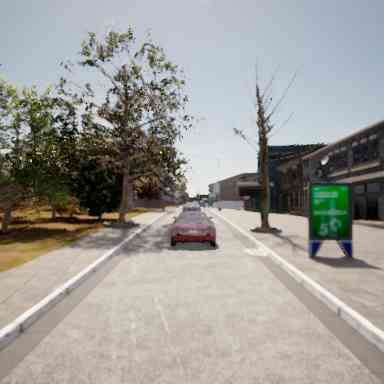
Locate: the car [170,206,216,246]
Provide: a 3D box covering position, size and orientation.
[{"bbox_3d":[0.043,1.575,15.464,1.994,1.385,4.181,0,0,0],"label":"car"}]

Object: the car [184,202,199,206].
[{"bbox_3d":[-0.023,1.711,33.233,2.033,1.411,5.357,0,-1,0],"label":"car"}]
